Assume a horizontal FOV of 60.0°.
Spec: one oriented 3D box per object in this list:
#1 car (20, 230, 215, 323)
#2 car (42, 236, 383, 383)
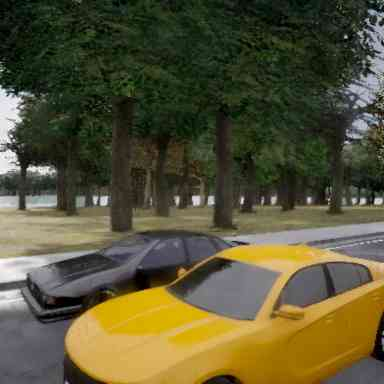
[{"bbox_3d":[-0.638,1.566,7.221,5.357,1.411,2.033,0,0,-35],"label":"car"},{"bbox_3d":[0.960,1.494,4.368,5.008,1.535,1.882,0,0,-35],"label":"car"}]
